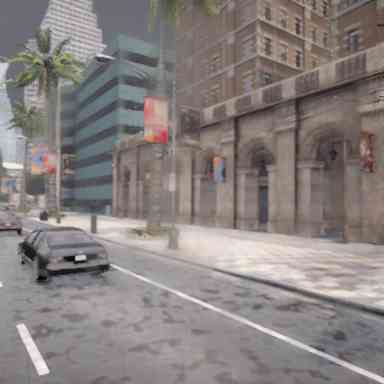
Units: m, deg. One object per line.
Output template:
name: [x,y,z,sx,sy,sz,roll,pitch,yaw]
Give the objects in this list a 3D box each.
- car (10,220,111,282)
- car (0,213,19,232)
car: [-4.402,1.853,10.925,2.033,1.411,5.357,1,-2,-35]
car: [-13.090,2.167,23.149,2.033,1.411,5.357,1,-2,-35]
